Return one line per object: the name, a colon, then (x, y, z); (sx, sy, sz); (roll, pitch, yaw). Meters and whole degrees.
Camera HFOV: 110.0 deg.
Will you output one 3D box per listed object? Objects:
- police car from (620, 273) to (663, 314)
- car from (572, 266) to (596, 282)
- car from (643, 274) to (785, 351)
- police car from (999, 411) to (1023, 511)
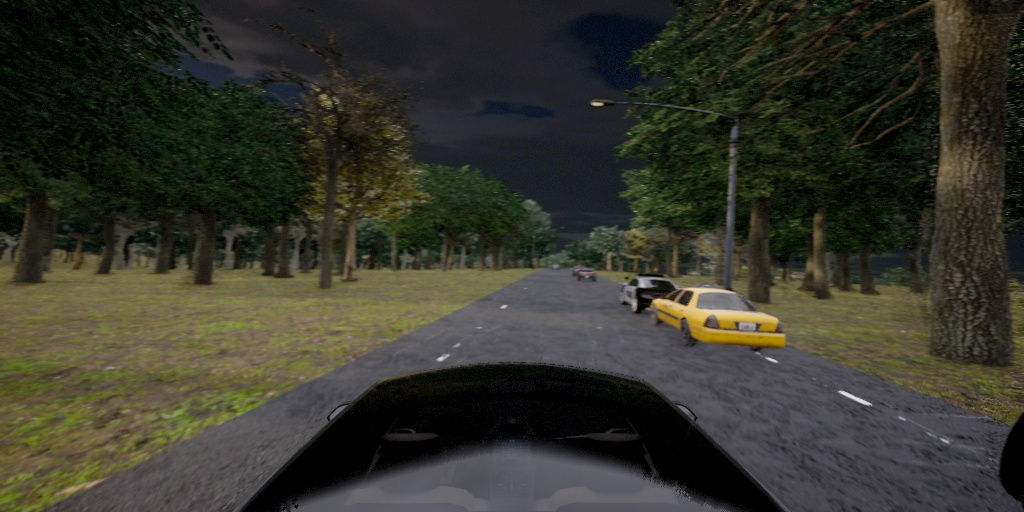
police car: (6.197, 1.613, 16.237); (1.930, 1.638, 5.238); (3, 0, 7)
car: (8.078, 1.940, 39.274); (2.128, 1.511, 4.902); (3, 0, 8)
car: (5.456, 1.554, 10.364); (1.801, 1.575, 5.366); (3, -1, 7)
police car: (4.199, 1.361, 0.361); (1.930, 1.638, 5.238); (3, -1, 7)
